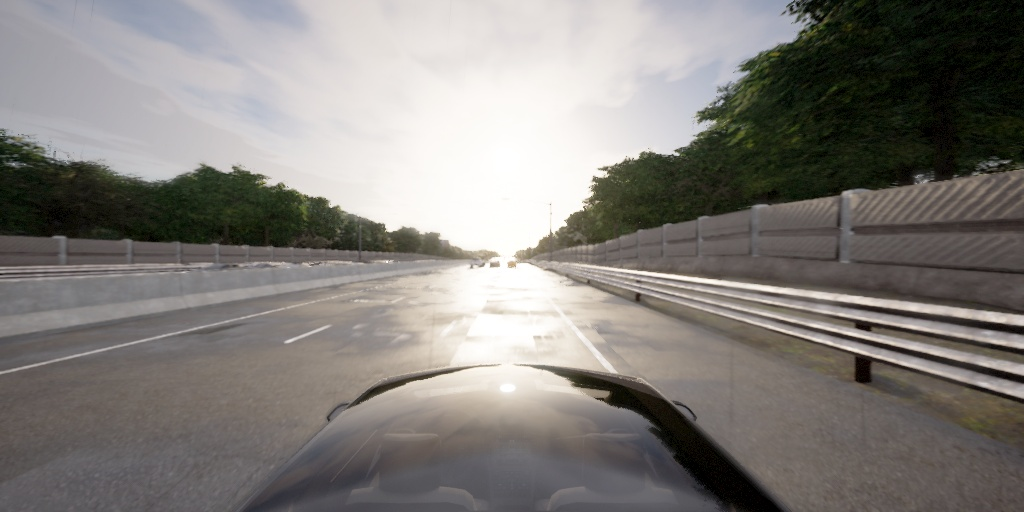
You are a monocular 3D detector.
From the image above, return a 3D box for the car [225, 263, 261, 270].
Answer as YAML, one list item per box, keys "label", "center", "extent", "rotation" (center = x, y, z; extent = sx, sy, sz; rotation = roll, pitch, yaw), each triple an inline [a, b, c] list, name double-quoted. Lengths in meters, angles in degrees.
- label: "car"
  center: [-21.095, 1.318, 30.391]
  extent: [2.128, 1.511, 4.902]
  rotation: [0, 0, 0]

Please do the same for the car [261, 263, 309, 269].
- label: "car"
  center: [-17.601, 1.345, 29.037]
  extent: [1.812, 1.442, 4.674]
  rotation: [0, 0, 0]

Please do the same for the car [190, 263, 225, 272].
- label: "car"
  center: [-24.595, 1.331, 30.281]
  extent: [1.837, 1.490, 4.892]
  rotation: [0, -1, 0]
